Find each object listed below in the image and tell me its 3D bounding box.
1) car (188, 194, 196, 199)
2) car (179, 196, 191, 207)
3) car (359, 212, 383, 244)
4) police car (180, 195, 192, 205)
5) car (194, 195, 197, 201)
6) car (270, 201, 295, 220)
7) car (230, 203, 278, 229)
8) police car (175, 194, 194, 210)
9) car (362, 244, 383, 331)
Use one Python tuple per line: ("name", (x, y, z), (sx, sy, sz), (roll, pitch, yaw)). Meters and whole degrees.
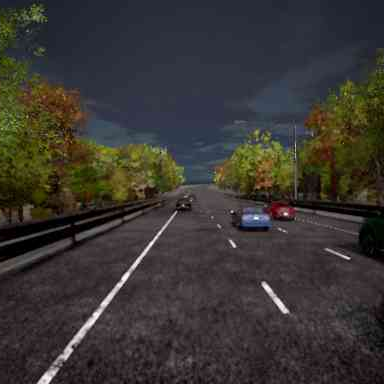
("car", (0.038, 1.225, 91.146), (1.994, 1.385, 4.181), (0, 1, 0))
("car", (-1.029, 1.398, 51.483), (1.801, 1.575, 5.366), (0, 0, 0))
("car", (7.105, 1.210, 9.677), (2.150, 2.045, 5.566), (0, 0, 0))
("police car", (-1.026, 1.360, 57.406), (1.930, 1.638, 5.238), (0, 0, 0))
("car", (0.031, 1.344, 75.553), (1.837, 1.490, 4.892), (0, 0, 0))
("car", (7.112, 1.494, 27.516), (1.812, 1.442, 4.674), (0, 0, 0))
("car", (3.608, 1.523, 21.160), (2.033, 1.411, 5.357), (0, 0, 0))
("police car", (-1.033, 1.378, 41.400), (1.930, 1.638, 5.238), (0, 0, 0))
("car", (3.602, 1.545, 2.411), (2.033, 1.411, 5.357), (0, 0, 0))
